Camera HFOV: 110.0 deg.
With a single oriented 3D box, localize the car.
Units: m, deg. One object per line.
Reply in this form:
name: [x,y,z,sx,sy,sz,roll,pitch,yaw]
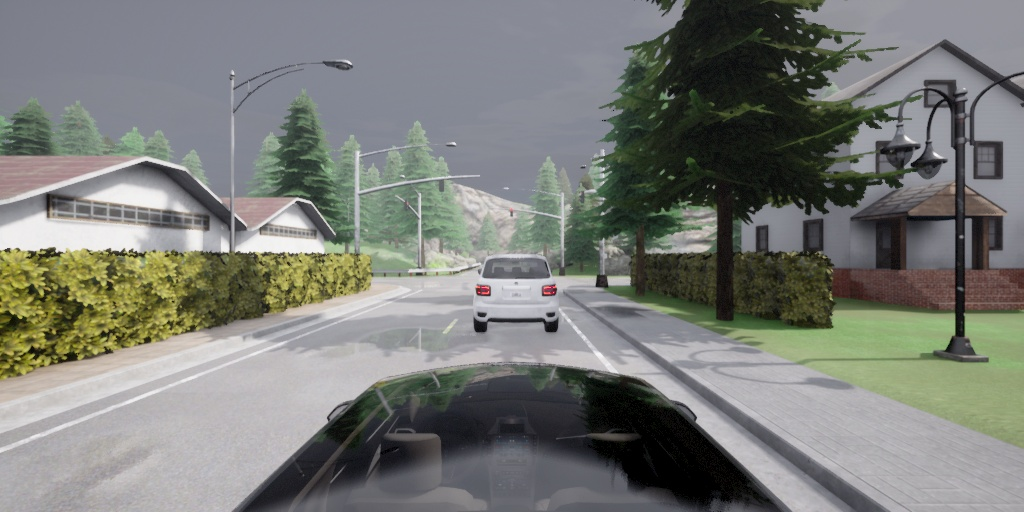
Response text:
car: [0.105,0.969,10.923,2.150,2.045,5.566,0,0,0]
